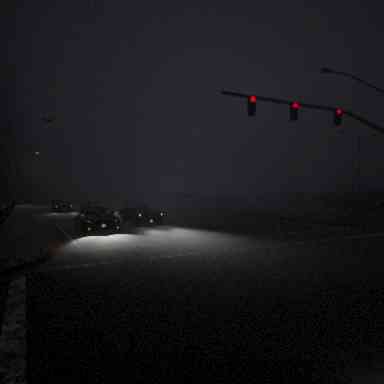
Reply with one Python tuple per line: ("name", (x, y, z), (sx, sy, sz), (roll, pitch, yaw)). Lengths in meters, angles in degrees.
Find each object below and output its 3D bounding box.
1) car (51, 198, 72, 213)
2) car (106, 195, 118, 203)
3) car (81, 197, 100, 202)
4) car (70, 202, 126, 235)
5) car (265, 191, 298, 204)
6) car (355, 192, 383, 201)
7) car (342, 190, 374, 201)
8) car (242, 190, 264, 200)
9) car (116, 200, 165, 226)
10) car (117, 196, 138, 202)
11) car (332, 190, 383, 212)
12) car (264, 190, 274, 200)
("car", (-13.963, 1.436, 35.689), (1.812, 1.442, 4.674), (-1, 0, -27))
("car", (-14.060, 1.275, 59.395), (1.837, 1.490, 4.892), (-1, 0, -27))
("car", (-12.180, 1.361, 39.921), (2.128, 1.511, 4.902), (-1, 0, -27))
("car", (-5.344, 1.499, 18.550), (1.994, 1.385, 4.181), (-1, 1, -27))
("car", (13.158, 0.986, 49.179), (1.970, 1.475, 3.806), (-1, 0, -27))
("car", (30.853, 0.746, 58.047), (1.784, 1.438, 3.905), (-1, 0, -27))
("car", (28.232, 0.566, 56.809), (1.932, 1.855, 4.605), (-1, 0, -27))
("car", (11.570, 0.904, 65.266), (1.970, 1.475, 3.806), (-1, 0, -27))
("car", (-3.519, 1.497, 22.706), (1.895, 1.301, 4.718), (-1, 0, -27))
("car", (-9.487, 1.309, 50.431), (1.812, 1.442, 4.674), (-1, 0, -26))
("car", (15.928, 0.828, 31.098), (1.932, 1.855, 4.605), (-1, 0, -27))
("car", (14.159, 0.842, 66.559), (1.784, 1.438, 3.905), (-1, 0, -27))
